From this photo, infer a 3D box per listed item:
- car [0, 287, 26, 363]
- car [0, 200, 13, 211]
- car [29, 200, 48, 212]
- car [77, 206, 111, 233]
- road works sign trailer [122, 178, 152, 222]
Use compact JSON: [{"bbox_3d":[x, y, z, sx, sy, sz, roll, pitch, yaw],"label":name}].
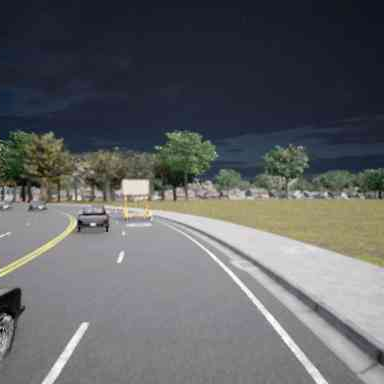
[{"bbox_3d":[-3.356,1.636,2.894,1.895,1.301,4.718,0,0,-3],"label":"car"},{"bbox_3d":[-28.071,2.012,49.616,2.128,1.511,4.902,-1,0,-38],"label":"car"},{"bbox_3d":[-21.310,1.907,45.982,2.128,1.511,4.902,-1,0,-34],"label":"car"},{"bbox_3d":[-6.191,1.632,21.117,2.128,1.511,4.902,0,0,-14],"label":"car"},{"bbox_3d":[-4.897,0.625,28.778,2.380,3.560,2.880,0,0,-23],"label":"road works sign trailer"}]
